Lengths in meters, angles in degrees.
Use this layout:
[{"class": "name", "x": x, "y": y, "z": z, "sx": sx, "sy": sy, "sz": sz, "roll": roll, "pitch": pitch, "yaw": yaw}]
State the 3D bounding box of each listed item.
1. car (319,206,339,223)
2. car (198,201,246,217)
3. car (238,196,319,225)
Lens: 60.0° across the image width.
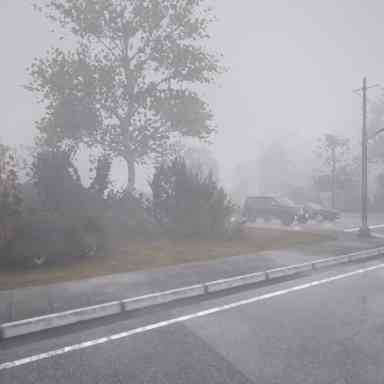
[{"class": "car", "x": 9.300, "y": 1.566, "z": 26.890, "sx": 1.882, "sy": 1.535, "sz": 5.008, "roll": 0, "pitch": -1, "yaw": -39}, {"class": "car", "x": 3.023, "y": 1.708, "z": 34.301, "sx": 1.882, "sy": 1.535, "sz": 5.008, "roll": 0, "pitch": -1, "yaw": -43}, {"class": "car", "x": 6.265, "y": 1.316, "z": 25.146, "sx": 2.150, "sy": 2.045, "sz": 5.566, "roll": 0, "pitch": -1, "yaw": -37}]
